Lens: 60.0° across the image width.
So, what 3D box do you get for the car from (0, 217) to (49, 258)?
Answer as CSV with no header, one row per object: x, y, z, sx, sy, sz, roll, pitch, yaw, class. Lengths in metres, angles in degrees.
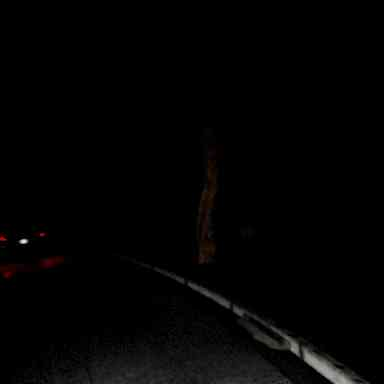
-7.150,1.651,12.447,4.181,1.385,1.994,-1,0,40,car
